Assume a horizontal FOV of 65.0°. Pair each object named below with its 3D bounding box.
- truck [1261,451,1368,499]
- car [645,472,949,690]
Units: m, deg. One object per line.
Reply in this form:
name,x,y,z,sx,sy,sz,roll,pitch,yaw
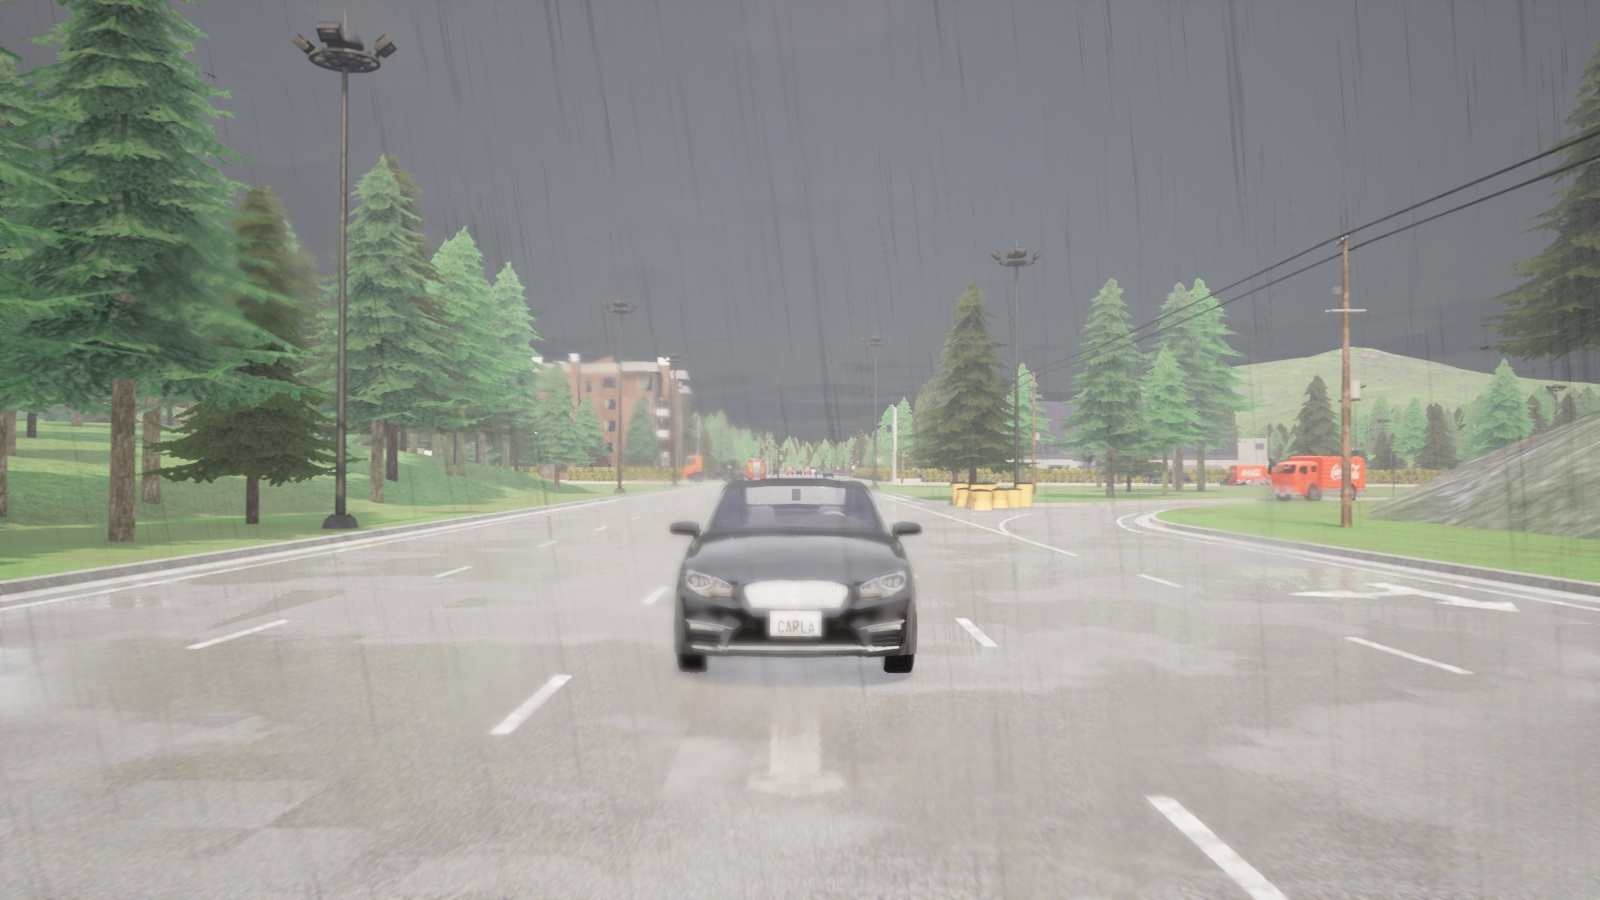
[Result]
truck,27.638,1.346,67.455,5.204,2.467,2.627,0,-1,-29
car,-0.028,0.959,11.251,2.128,1.511,4.902,0,-1,0
